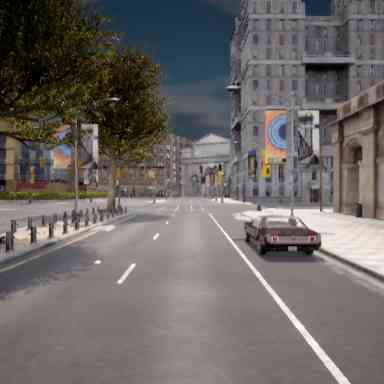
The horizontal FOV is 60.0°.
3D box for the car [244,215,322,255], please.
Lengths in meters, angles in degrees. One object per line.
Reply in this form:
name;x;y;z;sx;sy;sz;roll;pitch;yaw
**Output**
car;3.249;1.552;12.948;1.895;1.301;4.718;0;0;0
